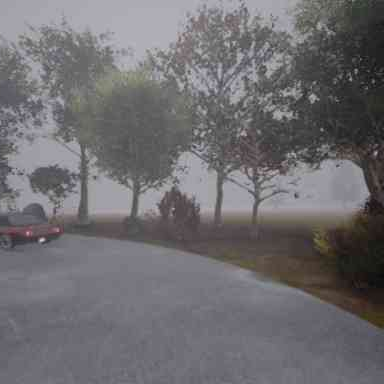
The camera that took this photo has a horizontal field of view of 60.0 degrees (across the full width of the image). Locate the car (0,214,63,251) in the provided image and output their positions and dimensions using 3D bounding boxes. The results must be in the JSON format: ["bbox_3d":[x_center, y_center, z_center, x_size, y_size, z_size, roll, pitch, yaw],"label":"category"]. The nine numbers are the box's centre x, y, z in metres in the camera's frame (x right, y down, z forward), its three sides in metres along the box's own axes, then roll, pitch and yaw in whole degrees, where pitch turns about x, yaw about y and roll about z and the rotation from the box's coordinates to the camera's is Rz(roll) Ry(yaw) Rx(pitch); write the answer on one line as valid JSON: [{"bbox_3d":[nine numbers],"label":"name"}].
[{"bbox_3d":[-7.765,1.564,13.879,4.718,1.301,1.895,0,0,28],"label":"car"}]
